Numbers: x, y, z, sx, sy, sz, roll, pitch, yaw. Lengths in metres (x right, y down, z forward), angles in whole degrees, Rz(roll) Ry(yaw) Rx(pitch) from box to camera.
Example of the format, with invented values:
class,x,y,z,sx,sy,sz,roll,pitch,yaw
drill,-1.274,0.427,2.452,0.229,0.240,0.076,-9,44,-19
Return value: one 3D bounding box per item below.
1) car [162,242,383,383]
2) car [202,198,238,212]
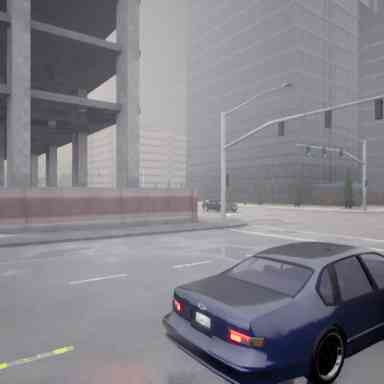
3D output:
class,x,y,z,sx,sy,sz,roll,pitch,yaw
car,2.184,1.547,5.348,5.357,1.411,2.033,0,0,-35
car,3.106,1.503,37.433,1.837,1.490,4.892,0,0,-36
